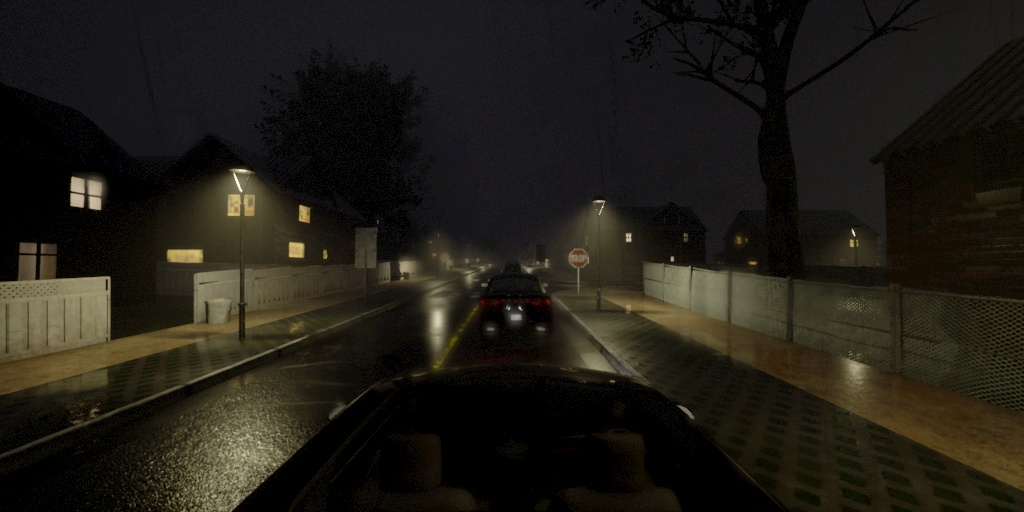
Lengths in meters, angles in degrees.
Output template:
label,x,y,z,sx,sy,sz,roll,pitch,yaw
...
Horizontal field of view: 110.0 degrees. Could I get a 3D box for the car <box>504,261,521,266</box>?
label,x,y,z,sx,sy,sz,roll,pitch,yaw
car,0.079,1.286,43.496,1.882,1.535,5.008,0,0,0

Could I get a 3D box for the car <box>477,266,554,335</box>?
label,x,y,z,sx,sy,sz,roll,pitch,yaw
car,0.094,1.235,10.582,1.882,1.535,5.008,0,0,0
